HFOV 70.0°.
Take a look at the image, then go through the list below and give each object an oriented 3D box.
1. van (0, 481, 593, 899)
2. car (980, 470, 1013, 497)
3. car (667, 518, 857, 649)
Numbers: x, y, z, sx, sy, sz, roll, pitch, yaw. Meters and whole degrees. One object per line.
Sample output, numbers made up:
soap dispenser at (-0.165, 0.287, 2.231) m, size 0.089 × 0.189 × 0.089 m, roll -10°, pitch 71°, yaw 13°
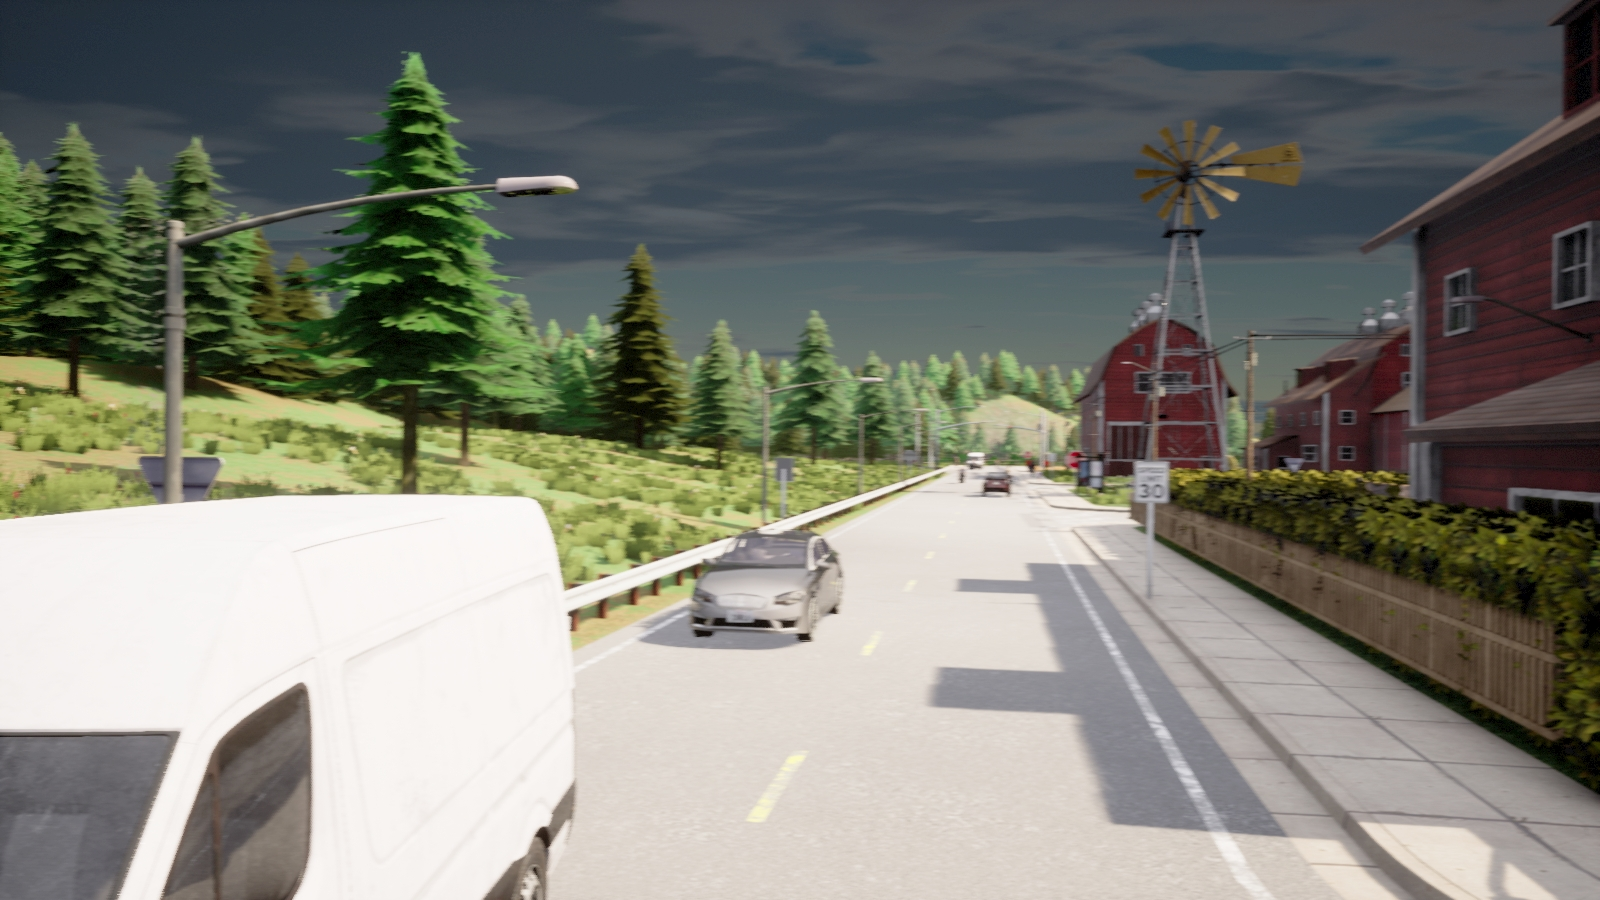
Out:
van at (-2.462, 1.488, 4.497) m, size 1.988 × 2.561 × 5.915 m, roll 0°, pitch 0°, yaw 2°
car at (12.612, 2.125, 73.376) m, size 2.007 × 1.525 × 4.514 m, roll 1°, pitch 0°, yaw 10°
car at (-0.429, 2.029, 18.605) m, size 2.128 × 1.511 × 4.902 m, roll 1°, pitch 0°, yaw 10°
